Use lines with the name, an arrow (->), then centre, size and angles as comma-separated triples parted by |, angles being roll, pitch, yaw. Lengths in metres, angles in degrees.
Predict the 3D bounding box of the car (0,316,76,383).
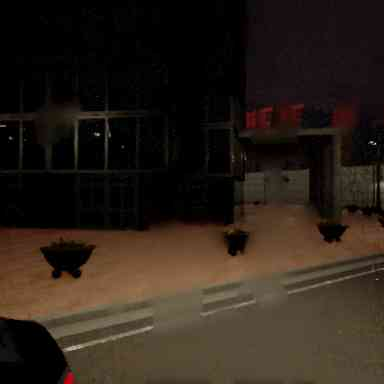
car -> -2.871, 1.550, 1.932 | 4.181, 1.385, 1.994 | 1, 0, -36
